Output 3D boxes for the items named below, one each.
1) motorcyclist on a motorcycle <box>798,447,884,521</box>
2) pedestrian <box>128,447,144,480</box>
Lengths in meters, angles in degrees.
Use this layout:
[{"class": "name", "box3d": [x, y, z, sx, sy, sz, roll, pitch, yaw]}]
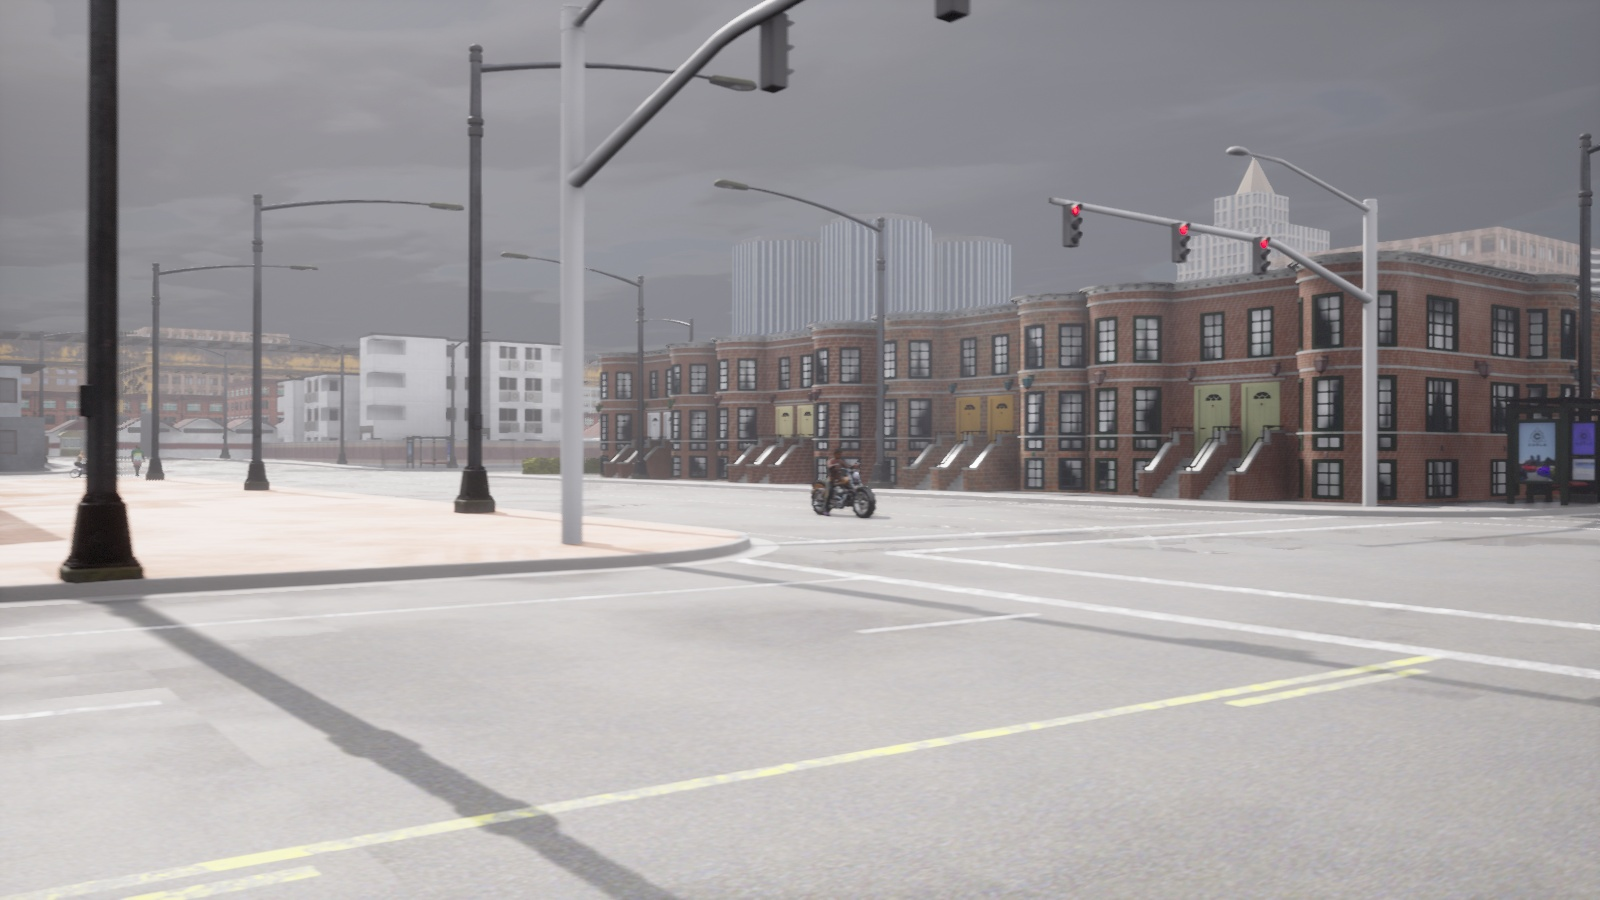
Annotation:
[{"class": "motorcyclist on a motorcycle", "box3d": [0.944, 0.765, 29.505, 0.766, 1.649, 2.350, 0, 0, -35]}, {"class": "pedestrian", "box3d": [-39.812, 0.799, 75.319, 0.659, 1.952, 0.873, 0, 0, -43]}]
